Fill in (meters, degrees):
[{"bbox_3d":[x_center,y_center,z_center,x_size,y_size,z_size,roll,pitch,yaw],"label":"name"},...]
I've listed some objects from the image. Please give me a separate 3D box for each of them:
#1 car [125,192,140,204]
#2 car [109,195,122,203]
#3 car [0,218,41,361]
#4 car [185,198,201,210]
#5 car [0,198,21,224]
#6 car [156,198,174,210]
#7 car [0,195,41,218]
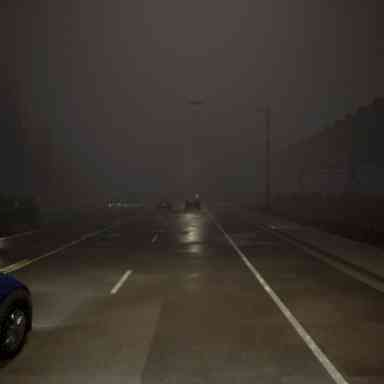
[{"bbox_3d":[-10.890,1.105,60.936,2.150,2.045,5.566,0,0,-3],"label":"car"},{"bbox_3d":[-14.536,1.381,63.294,1.837,1.490,4.892,1,0,-5],"label":"car"},{"bbox_3d":[-3.400,1.346,3.067,2.097,1.767,4.553,0,0,0],"label":"car"},{"bbox_3d":[0.098,1.418,41.110,2.128,1.511,4.902,0,0,0],"label":"car"},{"bbox_3d":[-14.099,1.310,23.110,2.097,1.767,4.553,0,0,0],"label":"car"},{"bbox_3d":[-3.402,1.490,41.622,1.994,1.385,4.181,0,0,0],"label":"car"},{"bbox_3d":[-10.601,1.187,18.817,2.150,2.045,5.566,0,0,0],"label":"car"}]
